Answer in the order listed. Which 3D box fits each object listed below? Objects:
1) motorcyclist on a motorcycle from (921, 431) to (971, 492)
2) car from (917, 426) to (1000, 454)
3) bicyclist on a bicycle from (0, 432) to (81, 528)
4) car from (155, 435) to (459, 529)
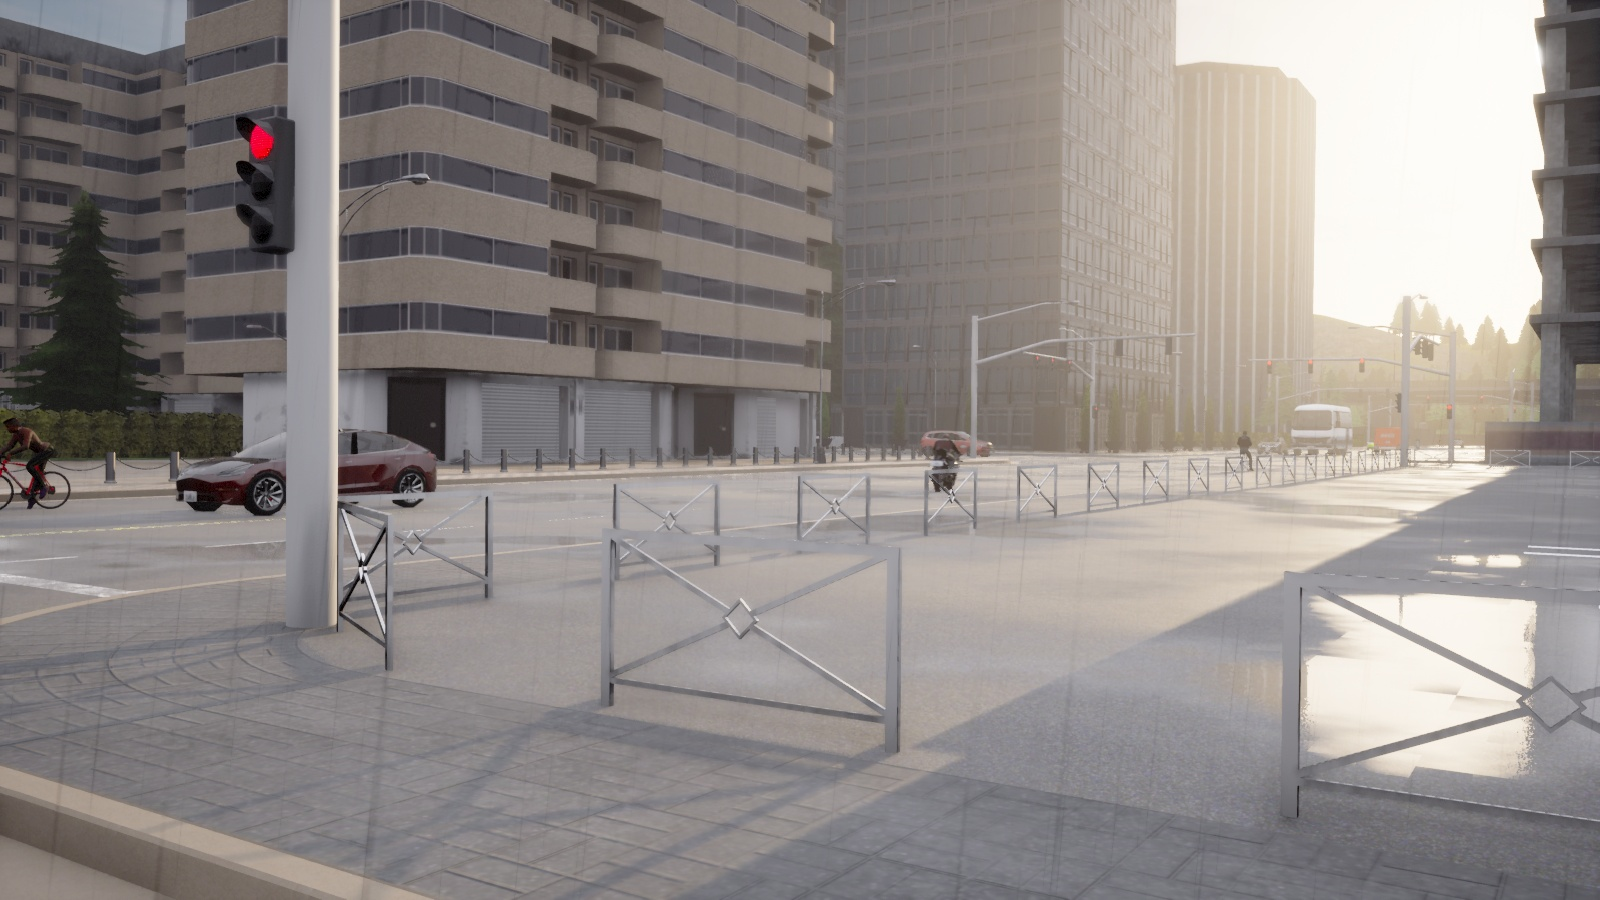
[{"bbox_3d":[3.833,0.283,32.896,0.866,1.530,2.191,0,1,18],"label":"motorcyclist on a motorcycle"},{"bbox_3d":[9.847,-0.634,78.043,4.611,1.667,2.242,0,1,32],"label":"car"},{"bbox_3d":[-13.599,0.507,21.982,0.582,1.620,1.656,0,1,33],"label":"bicyclist on a bicycle"},{"bbox_3d":[-8.837,0.498,22.939,2.163,1.488,4.792,0,1,33],"label":"car"}]
